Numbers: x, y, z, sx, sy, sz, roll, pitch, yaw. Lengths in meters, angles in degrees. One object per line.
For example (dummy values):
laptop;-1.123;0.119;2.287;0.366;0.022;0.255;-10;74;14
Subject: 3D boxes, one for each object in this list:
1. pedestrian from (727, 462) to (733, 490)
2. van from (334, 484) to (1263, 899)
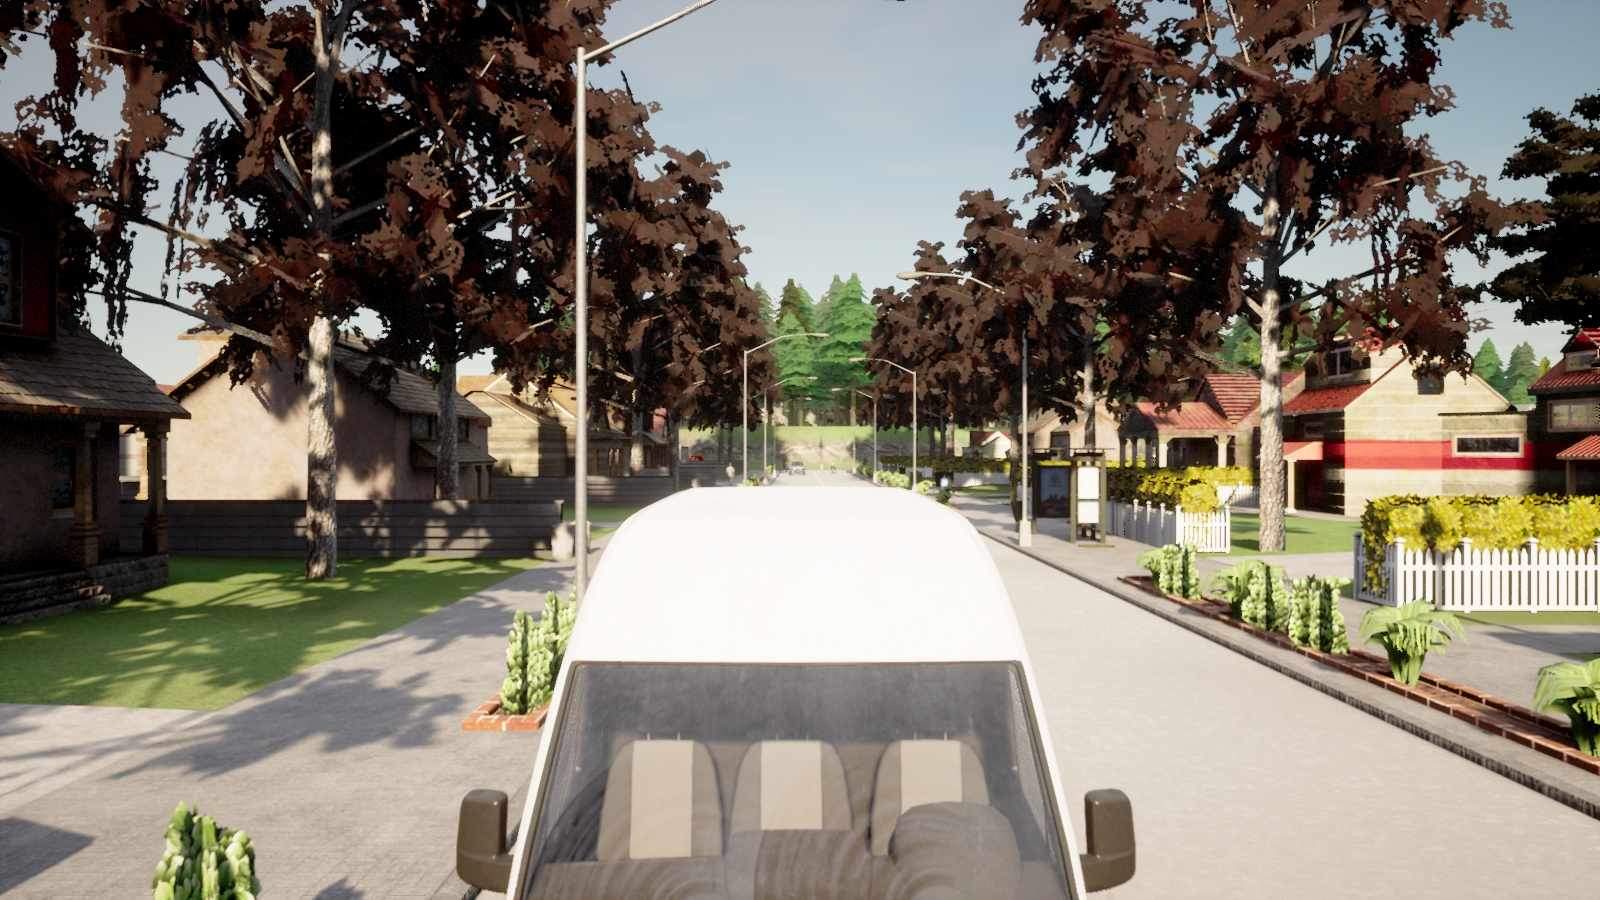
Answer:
pedestrian;-4.577;1.700;74.720;0.375;1.860;0.375;0;0;2
van;-0.009;1.530;5.404;1.988;2.561;5.915;0;0;0
